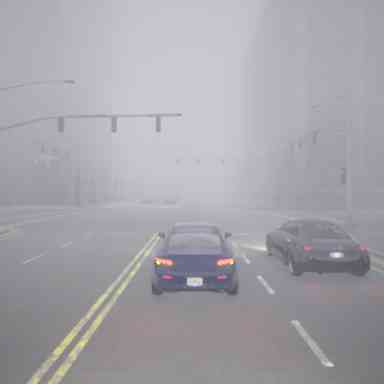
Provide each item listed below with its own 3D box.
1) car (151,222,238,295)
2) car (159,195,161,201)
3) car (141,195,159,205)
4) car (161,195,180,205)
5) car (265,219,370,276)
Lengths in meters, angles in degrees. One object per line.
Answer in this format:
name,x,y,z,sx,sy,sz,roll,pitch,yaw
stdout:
car,0.074,1.493,8.487,1.812,1.442,4.674,0,0,1
car,-6.879,1.275,69.408,2.033,1.411,5.357,0,0,0
car,-6.982,1.358,53.888,1.994,1.385,4.181,0,0,0
car,-3.484,1.395,53.700,1.895,1.301,4.718,0,0,0
car,3.589,1.524,10.224,1.994,1.385,4.181,0,0,0
